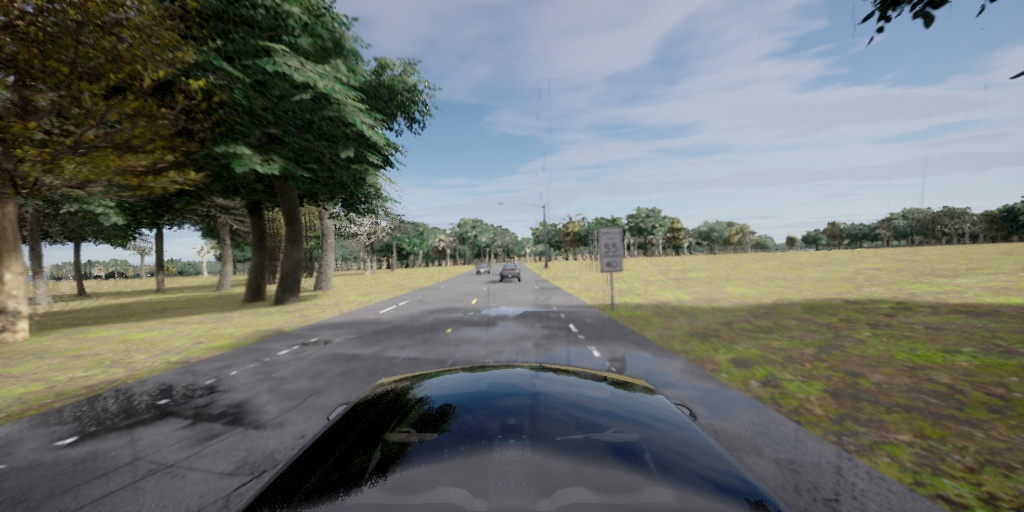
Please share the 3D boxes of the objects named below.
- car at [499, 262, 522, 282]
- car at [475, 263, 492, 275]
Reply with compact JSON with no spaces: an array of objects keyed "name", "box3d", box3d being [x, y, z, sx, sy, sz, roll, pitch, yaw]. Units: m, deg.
[{"name":"car","box3d":[-0.150,1.500,32.589,2.128,1.511,4.902,-2,0,0]},{"name":"car","box3d":[-3.722,1.670,47.249,2.128,1.511,4.902,-2,0,0]}]
